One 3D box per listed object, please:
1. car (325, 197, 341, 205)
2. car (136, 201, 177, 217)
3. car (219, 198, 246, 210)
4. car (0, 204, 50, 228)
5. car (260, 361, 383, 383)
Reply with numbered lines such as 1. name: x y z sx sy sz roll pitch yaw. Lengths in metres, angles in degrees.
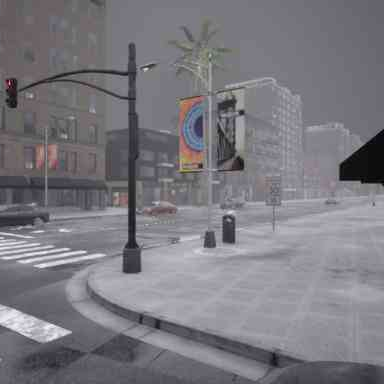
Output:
1. car: 26.315 1.710 62.095 1.994 1.385 4.181 0 0 35
2. car: -3.265 1.558 31.690 1.812 1.442 4.674 0 0 35
3. car: 5.448 1.571 44.032 1.837 1.490 4.892 0 -1 35
4. car: -11.222 1.514 20.370 1.837 1.490 4.892 0 0 35
5. car: 2.171 1.551 1.302 4.403 1.369 2.008 0 0 35
